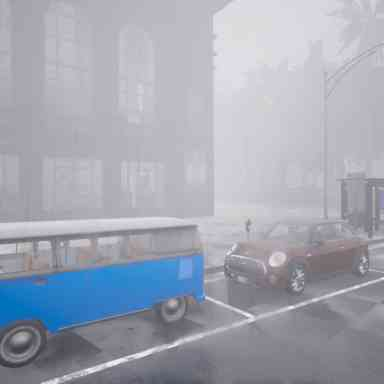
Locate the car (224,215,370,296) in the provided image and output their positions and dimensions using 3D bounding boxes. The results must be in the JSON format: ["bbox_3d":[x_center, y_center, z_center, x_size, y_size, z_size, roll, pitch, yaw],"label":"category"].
[{"bbox_3d":[2.751,1.439,8.605,4.097,1.590,1.967,0,0,-35],"label":"car"}]

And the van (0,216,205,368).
[{"bbox_3d":[-1.670,1.341,5.459,3.998,1.788,1.690,0,0,-35],"label":"van"}]
